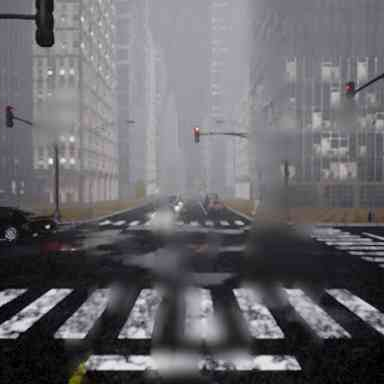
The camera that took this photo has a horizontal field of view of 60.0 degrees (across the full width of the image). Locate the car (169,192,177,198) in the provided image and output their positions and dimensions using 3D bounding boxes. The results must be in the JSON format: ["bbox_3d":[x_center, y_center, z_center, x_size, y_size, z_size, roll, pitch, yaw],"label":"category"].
[{"bbox_3d":[-5.333,0.917,93.614,1.967,1.590,4.097,-1,0,0],"label":"car"}]

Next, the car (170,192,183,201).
[{"bbox_3d":[-2.754,1.083,65.104,2.128,1.511,4.902,0,0,0],"label":"car"}]

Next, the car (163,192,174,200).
[{"bbox_3d":[-5.333,0.889,77.040,2.192,1.841,5.009,-1,0,0],"label":"car"}]

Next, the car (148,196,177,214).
[{"bbox_3d":[-2.850,1.386,32.989,1.994,1.385,4.181,0,0,0],"label":"car"}]

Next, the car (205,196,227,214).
[{"bbox_3d":[2.520,1.405,32.871,1.802,1.307,4.206,-1,0,0],"label":"car"}]

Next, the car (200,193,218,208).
[{"bbox_3d":[2.536,1.077,43.918,2.192,1.841,5.009,-1,0,0],"label":"car"}]

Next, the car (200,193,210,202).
[{"bbox_3d":[2.549,1.078,66.017,1.967,1.590,4.097,-1,0,0],"label":"car"}]

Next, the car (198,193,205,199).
[{"bbox_3d":[2.549,1.034,88.285,1.752,1.417,4.829,-1,0,0],"label":"car"}]

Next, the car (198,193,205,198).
[{"bbox_3d":[2.549,1.022,93.640,1.887,1.381,4.507,-1,0,0],"label":"car"}]

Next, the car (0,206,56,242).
[{"bbox_3d":[-8.818,1.383,15.587,5.008,1.535,1.882,1,0,17],"label":"car"}]

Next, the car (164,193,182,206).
[{"bbox_3d":[-2.840,1.243,48.037,1.837,1.490,4.892,0,1,0],"label":"car"}]

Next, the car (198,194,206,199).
[{"bbox_3d":[2.550,1.123,82.591,1.802,1.307,4.206,-1,0,0],"label":"car"}]

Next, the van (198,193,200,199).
[{"bbox_3d":[2.548,1.011,60.492,1.690,1.788,3.998,-1,0,0],"label":"van"}]

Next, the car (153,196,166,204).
[{"bbox_3d":[-5.329,1.283,54.944,1.802,1.307,4.206,-1,0,0],"label":"car"}]
